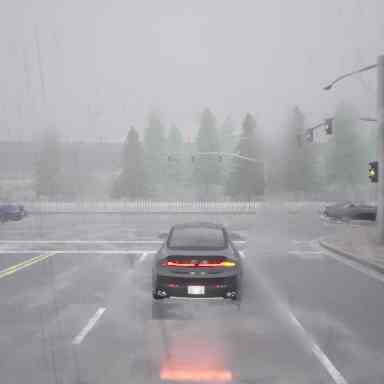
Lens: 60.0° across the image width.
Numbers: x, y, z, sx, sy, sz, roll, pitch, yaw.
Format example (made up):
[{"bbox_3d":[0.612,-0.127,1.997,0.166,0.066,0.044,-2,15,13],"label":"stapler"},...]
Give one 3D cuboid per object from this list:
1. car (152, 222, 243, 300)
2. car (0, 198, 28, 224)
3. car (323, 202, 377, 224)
[{"bbox_3d":[0.173,1.505,8.368,1.837,1.490,4.892,0,0,2],"label":"car"},{"bbox_3d":[-14.827,1.174,23.787,5.566,2.045,2.150,0,0,0],"label":"car"},{"bbox_3d":[11.890,1.435,23.612,4.902,1.511,2.128,0,0,0],"label":"car"}]
